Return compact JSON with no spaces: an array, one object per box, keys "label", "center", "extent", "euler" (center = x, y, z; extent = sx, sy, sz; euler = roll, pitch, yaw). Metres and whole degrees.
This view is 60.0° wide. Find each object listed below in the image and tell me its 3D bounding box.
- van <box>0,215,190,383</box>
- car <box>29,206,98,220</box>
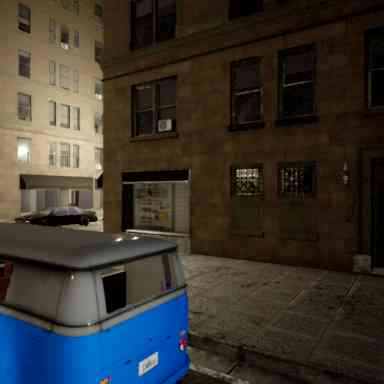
[{"label":"van","center":[-1.948,1.340,4.074],"extent":[3.998,1.788,1.690],"euler":[0,0,33]},{"label":"car","center":[-8.682,1.624,21.628],"extent":[2.033,1.411,5.357],"euler":[0,0,33]}]
